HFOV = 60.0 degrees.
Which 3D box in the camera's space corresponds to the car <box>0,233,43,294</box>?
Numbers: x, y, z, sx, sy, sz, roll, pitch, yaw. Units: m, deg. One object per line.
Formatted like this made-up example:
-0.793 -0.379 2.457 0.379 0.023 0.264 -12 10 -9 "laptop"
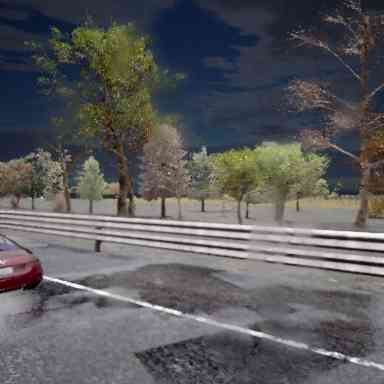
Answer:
-5.443 1.598 7.969 4.181 1.385 1.994 0 0 36 "car"
